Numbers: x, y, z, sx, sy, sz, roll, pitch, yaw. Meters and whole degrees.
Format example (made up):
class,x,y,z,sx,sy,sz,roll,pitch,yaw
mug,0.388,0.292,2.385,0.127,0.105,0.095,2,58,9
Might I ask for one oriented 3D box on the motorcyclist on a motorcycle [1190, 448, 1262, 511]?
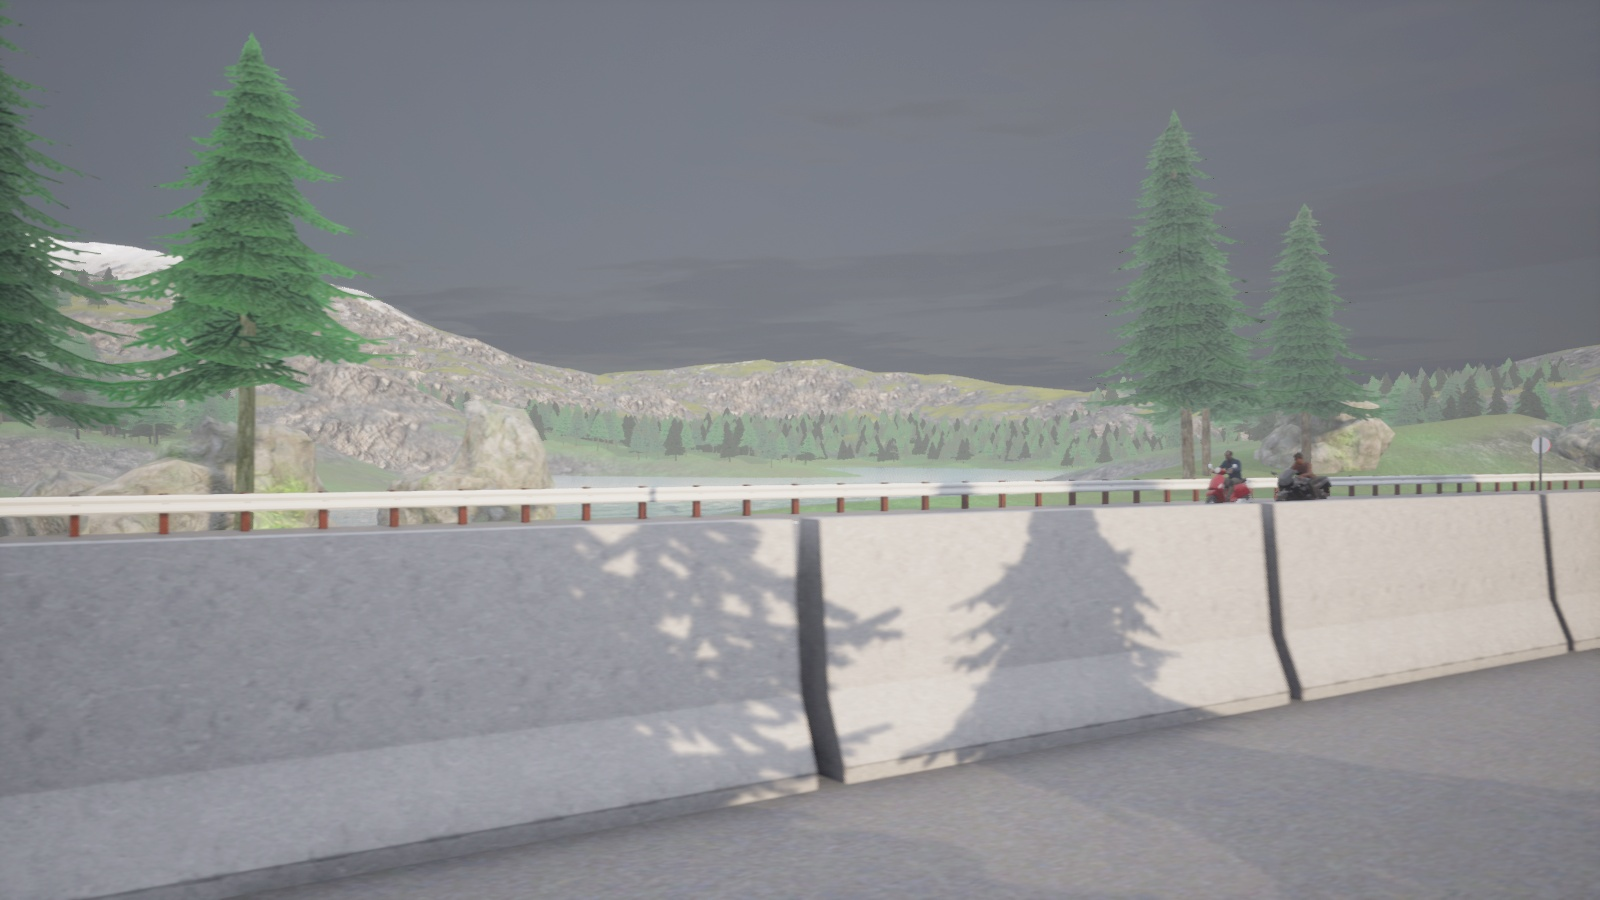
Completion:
class,x,y,z,sx,sy,sz,roll,pitch,yaw
motorcyclist on a motorcycle,11.137,0.756,32.778,1.817,1.590,0.866,0,0,-35

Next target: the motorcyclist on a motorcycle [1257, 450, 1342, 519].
class,x,y,z,sx,sy,sz,roll,pitch,yaw
motorcyclist on a motorcycle,11.428,0.774,28.712,2.044,1.523,0.797,0,0,-35
